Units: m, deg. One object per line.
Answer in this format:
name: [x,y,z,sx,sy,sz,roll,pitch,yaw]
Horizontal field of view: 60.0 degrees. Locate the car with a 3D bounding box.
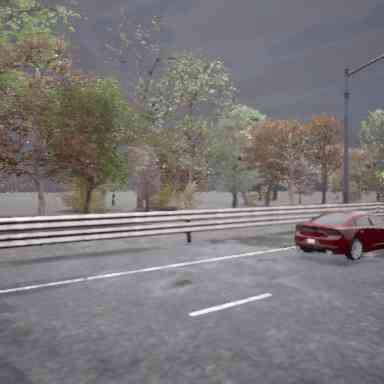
car: [5.866,1.408,12.094,5.008,1.535,1.882,0,1,-35]
